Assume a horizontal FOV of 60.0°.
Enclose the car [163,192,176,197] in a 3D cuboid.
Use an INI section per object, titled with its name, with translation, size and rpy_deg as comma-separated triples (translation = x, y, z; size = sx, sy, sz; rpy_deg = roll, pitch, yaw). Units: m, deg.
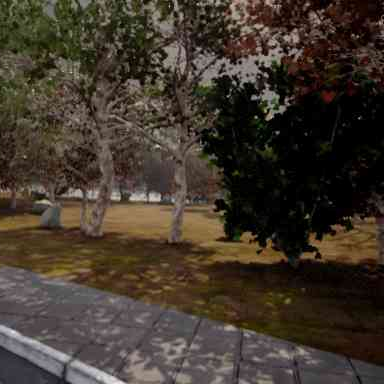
[car]
translation = -5.637, 0.560, 95.014
size = 2.435, 2.045, 5.566
rpy_deg = 7, 2, 41
